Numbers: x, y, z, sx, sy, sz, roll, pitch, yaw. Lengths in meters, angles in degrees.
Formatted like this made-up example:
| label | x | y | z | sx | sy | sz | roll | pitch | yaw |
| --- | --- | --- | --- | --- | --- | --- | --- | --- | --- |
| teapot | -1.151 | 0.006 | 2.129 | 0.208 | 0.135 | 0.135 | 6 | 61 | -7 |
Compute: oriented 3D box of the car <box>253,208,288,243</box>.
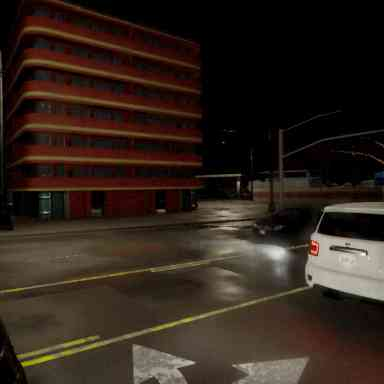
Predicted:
| label | x | y | z | sx | sy | sz | roll | pitch | yaw |
| --- | --- | --- | --- | --- | --- | --- | --- | --- | --- |
| car | 5.032 | 1.503 | 16.100 | 4.674 | 1.442 | 1.812 | 0 | 0 | -35 |

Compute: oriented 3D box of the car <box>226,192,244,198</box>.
| label | x | y | z | sx | sy | sz | roll | pitch | yaw |
| --- | --- | --- | --- | --- | --- | --- | --- | --- | --- |
| car | 11.422 | 0.817 | 85.113 | 3.806 | 1.475 | 1.970 | -1 | 1 | -35 |

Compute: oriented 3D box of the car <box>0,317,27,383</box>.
| label | x | y | z | sx | sy | sz | roll | pitch | yaw |
| --- | --- | --- | --- | --- | --- | --- | --- | --- | --- |
| car | -3.644 | 1.222 | 1.153 | 5.566 | 2.045 | 2.150 | 0 | 0 | -35 |

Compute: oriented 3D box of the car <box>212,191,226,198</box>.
| label | x | y | z | sx | sy | sz | roll | pitch | yaw |
| --- | --- | --- | --- | --- | --- | --- | --- | --- | --- |
| car | 7.456 | 0.671 | 89.339 | 4.611 | 1.667 | 2.242 | -1 | 1 | -35 |

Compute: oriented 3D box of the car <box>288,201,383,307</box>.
| label | x | y | z | sx | sy | sz | roll | pitch | yaw |
| --- | --- | --- | --- | --- | --- | --- | --- | --- | --- |
| car | 4.800 | 1.217 | 7.149 | 5.566 | 2.045 | 2.150 | 0 | 0 | -35 |
